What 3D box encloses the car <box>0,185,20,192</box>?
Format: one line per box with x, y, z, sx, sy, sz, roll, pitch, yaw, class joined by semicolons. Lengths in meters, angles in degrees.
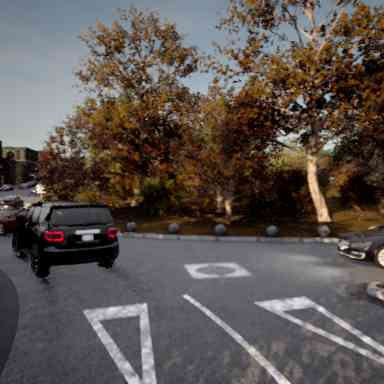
-42.135;-0.868;76.178;2.163;1.488;4.792;0;3;-8;car

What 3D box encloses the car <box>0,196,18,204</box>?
-21.152;1.240;39.231;1.837;1.490;4.892;-1;3;-15;car

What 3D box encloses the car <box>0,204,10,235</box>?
-8.680;1.629;18.392;5.008;1.535;1.882;-1;0;30;car

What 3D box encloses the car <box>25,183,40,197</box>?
-28.265;-0.138;61.115;2.097;1.767;4.553;0;3;-8;car

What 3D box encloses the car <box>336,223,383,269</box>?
7.183;1.524;10.563;4.892;1.490;1.837;0;0;0;car

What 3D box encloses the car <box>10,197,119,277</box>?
-4.299;1.307;10.929;2.150;2.045;5.566;0;0;-35;car
